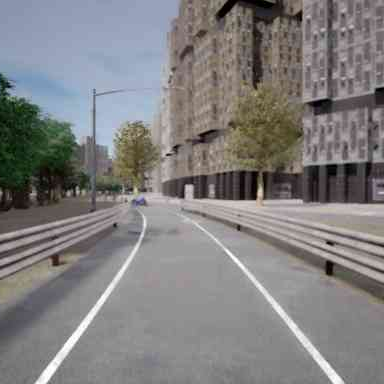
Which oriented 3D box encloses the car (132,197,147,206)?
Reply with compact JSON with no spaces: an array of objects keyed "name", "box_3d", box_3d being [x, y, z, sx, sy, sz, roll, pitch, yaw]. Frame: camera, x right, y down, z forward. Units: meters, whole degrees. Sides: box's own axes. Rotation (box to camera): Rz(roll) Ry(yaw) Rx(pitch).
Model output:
[{"name":"car","box_3d":[-8.434,1.459,53.416,1.812,1.442,4.674,0,0,-20]}]
